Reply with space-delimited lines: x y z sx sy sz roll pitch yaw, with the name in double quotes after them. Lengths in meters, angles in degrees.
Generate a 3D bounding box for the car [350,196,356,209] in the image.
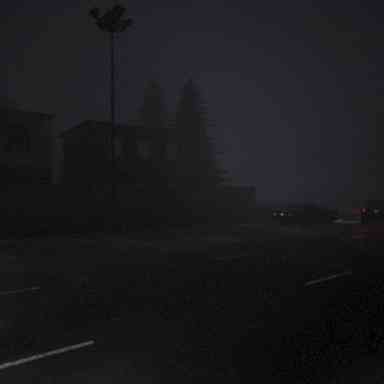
19.859 1.249 39.349 2.128 1.511 4.902 0 0 21 "car"

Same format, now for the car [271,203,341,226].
7.633 1.430 22.085 5.357 1.411 2.033 0 0 -35 "car"

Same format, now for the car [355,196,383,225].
12.999 1.208 21.613 4.553 1.767 2.097 0 0 -36 "car"
